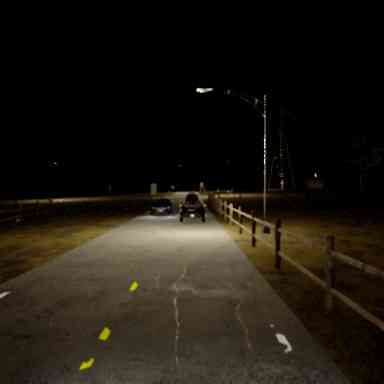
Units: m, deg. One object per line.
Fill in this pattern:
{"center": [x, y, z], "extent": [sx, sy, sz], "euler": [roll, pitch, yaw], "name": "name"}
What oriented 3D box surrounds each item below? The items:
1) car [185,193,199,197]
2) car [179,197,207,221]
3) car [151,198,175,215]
{"center": [0.018, 0.893, 49.250], "extent": [1.882, 1.535, 5.008], "euler": [0, 2, 0], "name": "car"}
{"center": [0.053, 1.390, 25.915], "extent": [1.837, 1.490, 4.892], "euler": [0, 1, 0], "name": "car"}
{"center": [-2.746, 1.331, 31.346], "extent": [1.812, 1.442, 4.674], "euler": [0, 1, 0], "name": "car"}
